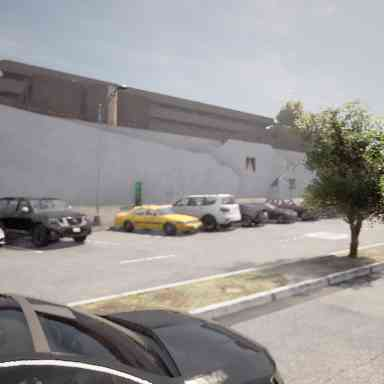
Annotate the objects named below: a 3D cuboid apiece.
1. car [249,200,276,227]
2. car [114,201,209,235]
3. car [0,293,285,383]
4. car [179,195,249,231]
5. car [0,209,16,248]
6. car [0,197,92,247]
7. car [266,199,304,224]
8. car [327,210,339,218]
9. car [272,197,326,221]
[{"bbox_3d":[2.717,1.462,22.219,4.792,1.488,2.163,-1,0,35],"label":"car"},{"bbox_3d":[-1.994,1.465,18.617,5.366,1.575,1.946,-1,-1,34],"label":"car"},{"bbox_3d":[-1.423,1.505,2.118,4.892,1.490,1.837,0,0,-36],"label":"car"},{"bbox_3d":[0.272,1.204,20.479,5.566,2.045,2.435,-1,0,34],"label":"car"},{"bbox_3d":[-9.484,1.530,13.493,4.674,1.452,2.002,-1,-1,34],"label":"car"},{"bbox_3d":[-7.010,1.240,15.224,5.566,2.045,2.435,-1,-1,35],"label":"car"},{"bbox_3d":[5.194,1.449,23.957,4.674,1.452,2.002,-1,-1,35],"label":"car"},{"bbox_3d":[10.078,1.380,27.440,4.674,1.452,2.002,-1,-1,35],"label":"car"},{"bbox_3d":[7.609,1.249,25.715,4.553,1.767,2.185,-1,-1,35],"label":"car"}]
